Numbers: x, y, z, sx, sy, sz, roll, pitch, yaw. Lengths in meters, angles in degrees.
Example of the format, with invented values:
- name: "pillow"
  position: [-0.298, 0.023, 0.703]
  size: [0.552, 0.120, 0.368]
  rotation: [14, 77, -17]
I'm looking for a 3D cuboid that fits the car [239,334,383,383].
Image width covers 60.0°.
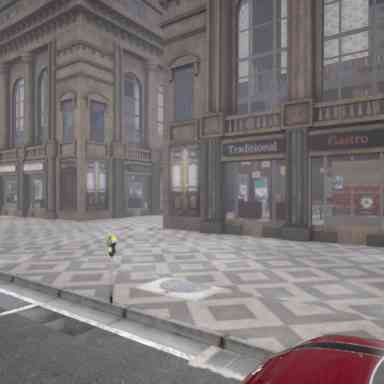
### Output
- name: "car"
  position: [1.982, 1.440, 1.543]
  size: [4.097, 1.590, 1.967]
  rotation: [0, 0, 36]
